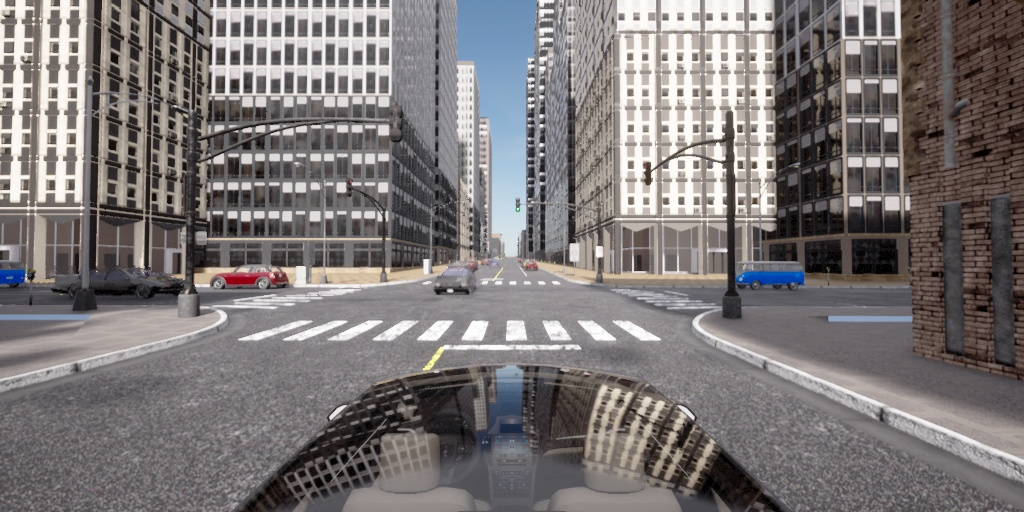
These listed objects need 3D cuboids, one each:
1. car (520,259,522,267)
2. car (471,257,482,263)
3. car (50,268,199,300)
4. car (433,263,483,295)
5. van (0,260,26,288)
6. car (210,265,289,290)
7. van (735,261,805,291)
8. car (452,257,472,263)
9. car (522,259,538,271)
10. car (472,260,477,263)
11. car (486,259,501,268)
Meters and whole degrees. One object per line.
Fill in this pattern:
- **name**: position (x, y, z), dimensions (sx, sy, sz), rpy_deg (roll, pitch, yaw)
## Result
- **car**: position (2.641, 1.326, 60.546), dimensions (1.751, 1.417, 4.829), rpy_deg (0, 0, 0)
- **car**: position (-5.731, 1.105, 49.151), dimensions (2.192, 1.841, 5.009), rpy_deg (0, 0, 0)
- **car**: position (-18.008, 1.253, 16.781), dimensions (5.357, 1.411, 2.033), rpy_deg (0, -1, 0)
- **car**: position (-3.016, 1.313, 20.192), dimensions (2.033, 1.411, 5.357), rpy_deg (0, 0, 0)
- **van**: position (-33.456, 1.142, 22.578), dimensions (3.998, 1.789, 1.690), rpy_deg (0, 0, 0)
- **car**: position (-16.511, 1.265, 22.554), dimensions (4.097, 1.591, 1.967), rpy_deg (0, 0, 0)
- **van**: position (15.963, 1.220, 22.508), dimensions (3.998, 1.789, 1.690), rpy_deg (0, 0, 0)
- **car**: position (-5.721, 1.220, 38.000), dimensions (1.967, 1.591, 4.097), rpy_deg (0, 0, 0)
- **car**: position (2.649, 1.372, 49.220), dimensions (1.802, 1.307, 4.207), rpy_deg (0, 0, 0)
- **car**: position (-5.727, 1.368, 43.576), dimensions (1.802, 1.307, 4.207), rpy_deg (0, 0, 0)
- **car**: position (-3.053, 1.200, 62.077), dimensions (1.812, 1.442, 4.674), rpy_deg (0, 0, 0)
